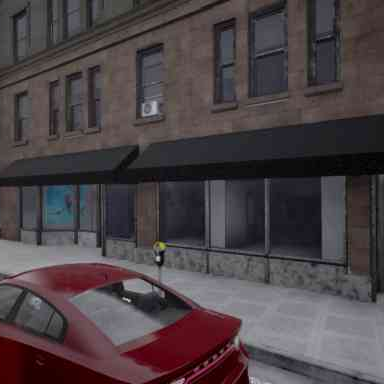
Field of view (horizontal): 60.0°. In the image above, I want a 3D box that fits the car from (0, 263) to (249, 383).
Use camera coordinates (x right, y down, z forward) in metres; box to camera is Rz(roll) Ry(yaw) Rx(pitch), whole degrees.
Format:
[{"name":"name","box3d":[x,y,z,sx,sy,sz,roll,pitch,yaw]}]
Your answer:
[{"name":"car","box3d":[-1.554,1.545,3.958,4.507,1.381,1.887,0,0,35]}]
